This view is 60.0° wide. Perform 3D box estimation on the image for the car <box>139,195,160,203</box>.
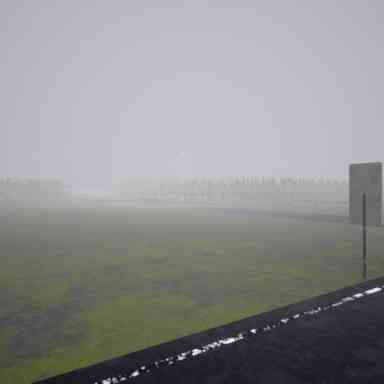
[{"bbox_3d":[-7.317,1.209,56.554,1.895,1.301,4.718,0,1,-35],"label":"car"}]
